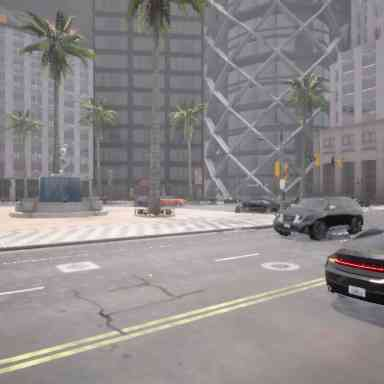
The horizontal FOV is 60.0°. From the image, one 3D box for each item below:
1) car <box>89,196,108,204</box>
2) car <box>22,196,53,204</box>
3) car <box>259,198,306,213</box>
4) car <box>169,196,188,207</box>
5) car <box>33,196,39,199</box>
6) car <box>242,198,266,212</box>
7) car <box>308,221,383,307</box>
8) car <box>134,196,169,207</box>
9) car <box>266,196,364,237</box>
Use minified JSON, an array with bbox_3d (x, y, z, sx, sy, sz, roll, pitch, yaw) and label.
[{"bbox_3d":[-18.294,1.478,62.134,5.008,1.535,1.882,0,0,2],"label":"car"},{"bbox_3d":[-28.454,1.492,61.334,4.902,1.511,2.128,0,0,-10],"label":"car"},{"bbox_3d":[10.431,1.491,38.640,2.128,1.511,4.902,0,0,-38],"label":"car"},{"bbox_3d":[-2.873,1.352,51.159,4.553,1.767,2.097,0,0,26],"label":"car"},{"bbox_3d":[-21.515,1.093,51.822,5.008,1.535,1.882,0,0,-4],"label":"car"},{"bbox_3d":[7.726,1.478,36.412,1.882,1.535,5.008,0,0,-37],"label":"car"},{"bbox_3d":[4.893,1.505,7.279,4.892,1.490,1.837,0,0,-35],"label":"car"},{"bbox_3d":[-6.193,1.351,48.931,4.553,1.767,2.097,0,0,23],"label":"car"},{"bbox_3d":[6.664,1.221,17.130,5.566,2.045,2.150,0,0,-36],"label":"car"}]
